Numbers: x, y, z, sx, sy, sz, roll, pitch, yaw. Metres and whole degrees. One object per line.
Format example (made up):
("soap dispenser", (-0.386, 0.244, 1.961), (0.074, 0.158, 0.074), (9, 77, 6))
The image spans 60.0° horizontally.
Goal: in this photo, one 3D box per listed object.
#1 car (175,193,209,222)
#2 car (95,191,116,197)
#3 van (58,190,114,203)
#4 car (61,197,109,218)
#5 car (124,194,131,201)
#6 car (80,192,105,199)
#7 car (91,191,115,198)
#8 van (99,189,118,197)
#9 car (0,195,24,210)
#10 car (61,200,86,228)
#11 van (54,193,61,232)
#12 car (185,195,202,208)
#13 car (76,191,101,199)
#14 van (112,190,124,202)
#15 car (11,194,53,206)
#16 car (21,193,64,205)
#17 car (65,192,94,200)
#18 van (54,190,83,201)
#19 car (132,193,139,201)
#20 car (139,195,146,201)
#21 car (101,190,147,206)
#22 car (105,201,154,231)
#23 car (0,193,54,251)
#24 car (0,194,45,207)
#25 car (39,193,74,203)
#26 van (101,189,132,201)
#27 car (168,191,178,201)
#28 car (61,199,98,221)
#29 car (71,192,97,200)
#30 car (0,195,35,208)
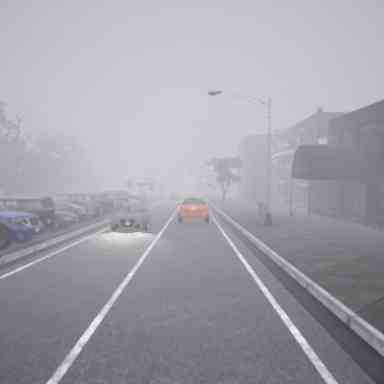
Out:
("car", (0.119, 1.156, 24.330), (2.097, 1.767, 4.553), (0, 1, 0))
("car", (-22.083, 0.568, 84.813), (4.792, 1.488, 2.163), (0, 1, 0))
("van", (-9.058, 1.063, 27.237), (4.442, 1.987, 1.878), (0, 1, 0))
("car", (-8.969, 1.351, 24.437), (4.792, 1.488, 2.163), (0, 1, 0))
("car", (-8.939, 1.220, 32.848), (5.008, 1.535, 2.097), (0, 1, 0))
("car", (-22.054, 0.679, 73.712), (5.008, 1.535, 2.097), (0, 1, 0))
("car", (-21.866, 0.570, 82.036), (5.366, 1.575, 1.946), (0, 1, 0))
("van", (-21.938, 0.278, 87.583), (4.442, 1.987, 1.878), (0, 1, 0))
("car", (-22.032, 1.158, 37.632), (5.008, 1.535, 2.097), (0, 1, 0))
("car", (-8.942, 1.370, 18.826), (4.892, 1.521, 2.231), (0, 0, 0))
("van", (-9.051, 1.165, 16.017), (4.442, 1.987, 1.878), (0, 0, 0))
("car", (0.133, 1.156, 41.965), (2.033, 1.411, 5.357), (0, 1, 0))
("car", (-22.078, 0.590, 70.935), (4.553, 1.767, 2.185), (0, 1, 0))
("van", (-8.826, 1.030, 30.039), (4.442, 1.987, 1.878), (0, 1, 0))
("car", (-22.061, 1.076, 45.959), (4.792, 1.488, 2.163), (0, 1, 0))
("car", (-21.847, 1.006, 48.733), (5.366, 1.575, 1.946), (0, 1, 0))
("car", (-22.038, 0.788, 65.386), (5.008, 1.535, 2.097), (0, 1, 0))
("van", (-22.156, 0.636, 59.832), (4.442, 1.987, 1.878), (0, 1, 0))
("car", (-8.950, 1.185, 38.455), (4.674, 1.452, 2.002), (0, 1, 0))
("car", (-8.764, 1.104, 41.257), (5.366, 1.575, 1.946), (0, 1, 0))
("car", (-8.922, 0.819, 44.057), (5.566, 2.045, 2.435), (0, 1, 0))
("car", (-3.334, 1.417, 19.160), (1.994, 1.385, 4.181), (0, 1, 0))
("car", (-8.905, 1.156, 13.216), (5.566, 2.045, 2.435), (0, 0, 0))
("car", (-22.036, 1.085, 43.184), (4.892, 1.521, 2.231), (0, 1, 0))
("car", (-22.007, 0.965, 54.285), (4.792, 1.488, 2.163), (0, 1, 0))
("van", (-9.063, 0.957, 35.648), (4.442, 1.987, 1.878), (0, 1, 0))
("car", (-3.247, 0.711, 60.627), (2.097, 1.767, 4.553), (0, 1, 1))
("car", (-8.935, 1.387, 21.630), (4.674, 1.452, 2.002), (0, 0, 0))
("car", (-22.042, 0.792, 68.162), (4.674, 1.452, 2.002), (0, 1, 0))
("car", (-22.034, 1.121, 40.408), (5.008, 1.535, 2.097), (0, 1, 0))
